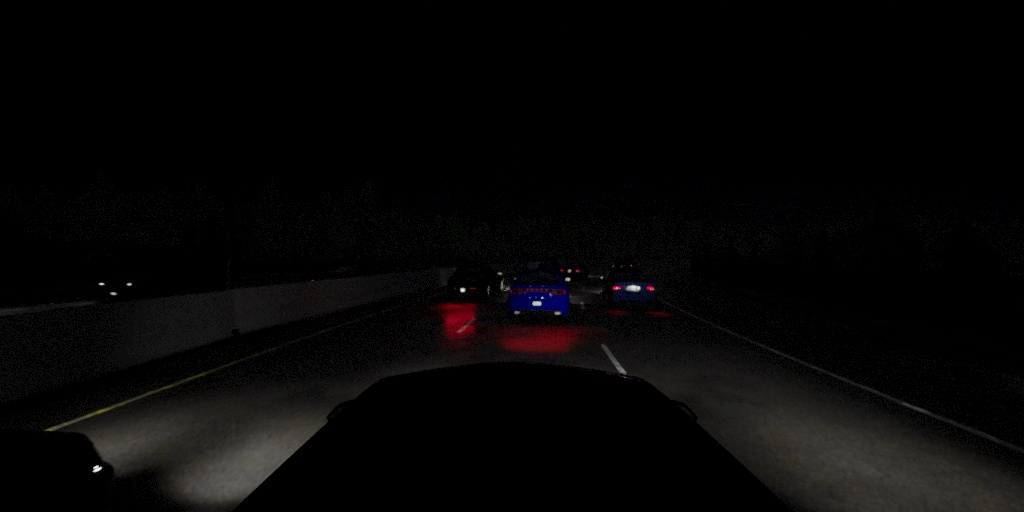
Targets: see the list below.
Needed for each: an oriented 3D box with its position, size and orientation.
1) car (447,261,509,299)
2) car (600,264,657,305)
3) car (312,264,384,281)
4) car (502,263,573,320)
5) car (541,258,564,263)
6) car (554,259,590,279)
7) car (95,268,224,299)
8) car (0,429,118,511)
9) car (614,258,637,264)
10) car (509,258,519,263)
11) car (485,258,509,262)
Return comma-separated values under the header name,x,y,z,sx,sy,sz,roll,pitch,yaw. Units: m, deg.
name,x,y,z,sx,sy,sz,roll,pitch,yaw
car,-1.672,1.191,17.727,1.837,1.490,4.892,0,0,10
car,5.041,1.253,15.961,2.033,1.411,5.357,0,0,11
car,-8.666,1.193,19.371,1.812,1.442,4.674,0,0,11
car,1.033,1.188,12.643,1.882,1.535,5.008,0,0,7
car,3.809,1.161,35.971,1.812,1.442,4.674,0,0,22
car,5.404,1.193,30.593,2.033,1.411,5.357,1,1,20
car,-16.204,1.255,17.071,1.895,1.301,4.718,0,0,9
car,-3.295,1.247,0.101,1.837,1.490,4.892,0,0,0
car,10.967,0.986,34.874,2.097,1.767,4.553,0,0,23
car,-0.726,1.095,57.753,2.128,1.511,4.902,0,0,33
car,-2.728,1.093,47.209,1.882,1.535,5.008,0,0,28
